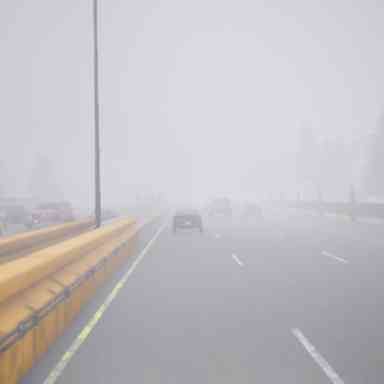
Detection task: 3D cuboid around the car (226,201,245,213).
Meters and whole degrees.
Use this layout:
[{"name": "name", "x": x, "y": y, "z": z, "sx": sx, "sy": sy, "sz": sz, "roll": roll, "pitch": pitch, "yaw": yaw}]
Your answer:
[{"name": "car", "x": 6.059, "y": 2.070, "z": 46.466, "sx": 1.994, "sy": 1.385, "sz": 4.181, "roll": -1, "pitch": -1, "yaw": -1}]

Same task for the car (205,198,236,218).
[{"name": "car", "x": 2.897, "y": 1.635, "z": 35.171, "sx": 2.150, "sy": 2.045, "sz": 5.566, "roll": -1, "pitch": -1, "yaw": -2}]

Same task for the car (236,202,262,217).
[{"name": "car", "x": 6.302, "y": 1.871, "z": 36.166, "sx": 1.837, "sy": 1.490, "sz": 4.892, "roll": -1, "pitch": -1, "yaw": -1}]

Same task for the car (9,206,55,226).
[{"name": "car", "x": -14.658, "y": 2.144, "z": 30.763, "sx": 1.882, "sy": 1.535, "sz": 5.008, "roll": -1, "pitch": -1, "yaw": -1}]

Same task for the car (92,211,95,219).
[{"name": "car", "x": -7.628, "y": 2.080, "z": 28.800, "sx": 1.994, "sy": 1.385, "sz": 4.181, "roll": -1, "pitch": -1, "yaw": -1}]

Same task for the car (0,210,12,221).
[{"name": "car", "x": -10.870, "y": 1.878, "z": 15.666, "sx": 1.882, "sy": 1.535, "sz": 5.008, "roll": -1, "pitch": -1, "yaw": -2}]

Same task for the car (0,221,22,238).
[{"name": "car", "x": -7.257, "y": 1.827, "z": 10.063, "sx": 1.994, "sy": 1.385, "sz": 4.181, "roll": -1, "pitch": -1, "yaw": -2}]

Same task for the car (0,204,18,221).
[{"name": "car", "x": -14.502, "y": 1.760, "z": 25.842, "sx": 2.097, "sy": 1.767, "sz": 4.553, "roll": -1, "pitch": -1, "yaw": -1}]

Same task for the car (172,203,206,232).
[{"name": "car", "x": -0.327, "y": 1.784, "z": 22.708, "sx": 1.882, "sy": 1.535, "sz": 5.008, "roll": -1, "pitch": -1, "yaw": -1}]

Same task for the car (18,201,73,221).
[{"name": "car", "x": -11.095, "y": 1.765, "z": 26.246, "sx": 2.150, "sy": 2.045, "sz": 5.566, "roll": -1, "pitch": -1, "yaw": -2}]

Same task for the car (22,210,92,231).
[{"name": "car", "x": -7.432, "y": 1.945, "z": 18.808, "sx": 1.994, "sy": 1.385, "sz": 4.181, "roll": -1, "pitch": -1, "yaw": -1}]
